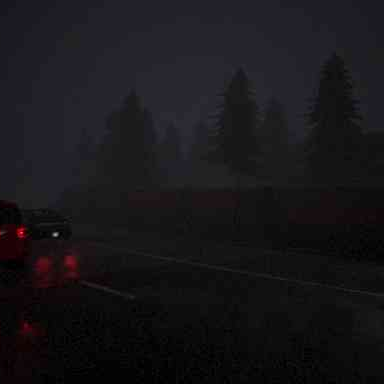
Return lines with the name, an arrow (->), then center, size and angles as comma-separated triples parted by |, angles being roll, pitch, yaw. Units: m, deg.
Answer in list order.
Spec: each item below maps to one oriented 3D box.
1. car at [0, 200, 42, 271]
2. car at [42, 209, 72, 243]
car -> -6.838, 1.241, 9.962 | 5.566, 2.045, 2.150 | 0, 0, 43
car -> -7.308, 1.526, 15.373 | 2.128, 1.511, 4.902 | 0, 0, -45
